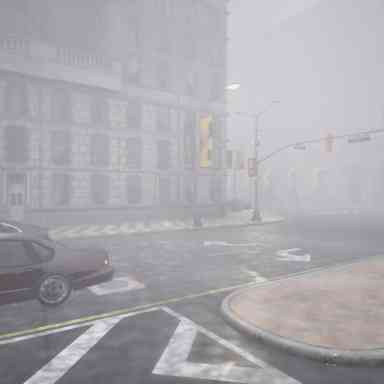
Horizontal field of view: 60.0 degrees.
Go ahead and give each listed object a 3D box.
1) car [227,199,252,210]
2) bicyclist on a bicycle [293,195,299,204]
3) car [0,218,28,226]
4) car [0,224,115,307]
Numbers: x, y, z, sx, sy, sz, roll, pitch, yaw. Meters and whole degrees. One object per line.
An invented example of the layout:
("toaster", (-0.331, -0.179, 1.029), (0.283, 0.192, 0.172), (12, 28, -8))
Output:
("car", (5.737, 1.564, 43.157), (1.994, 1.385, 4.181), (0, 0, -35))
("bicyclist on a bicycle", (17.913, 1.300, 57.126), (1.656, 1.620, 0.582), (0, 0, -35))
("car", (-6.476, 1.492, 9.263), (4.902, 1.511, 2.128), (0, 0, -37))
("car", (-4.286, 1.547, 6.480), (5.357, 1.411, 2.033), (0, 0, -34))
